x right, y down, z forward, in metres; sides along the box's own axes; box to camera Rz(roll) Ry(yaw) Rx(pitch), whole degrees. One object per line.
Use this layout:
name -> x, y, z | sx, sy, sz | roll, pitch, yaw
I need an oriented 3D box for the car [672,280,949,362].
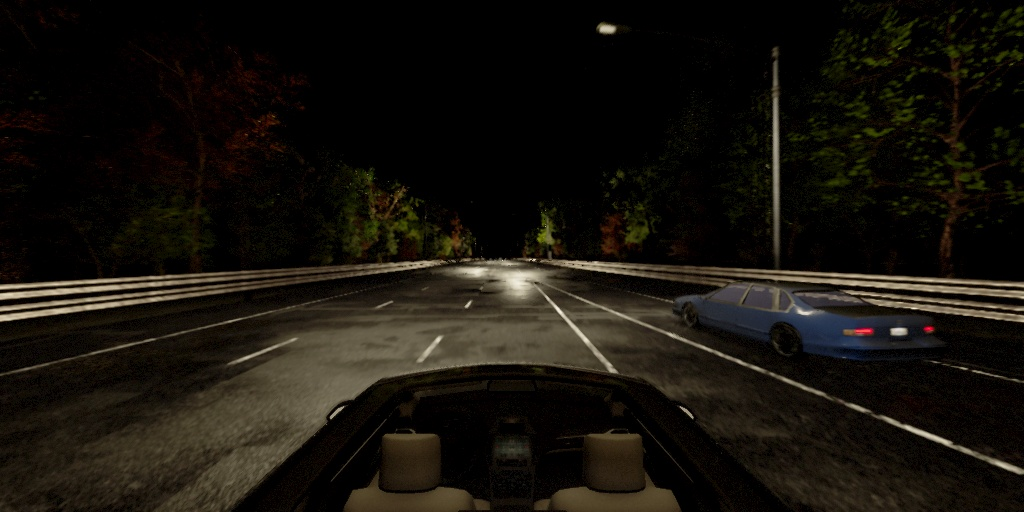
car -> 5.921, 1.261, 8.240 | 2.033, 1.411, 5.357 | 0, 0, -6
